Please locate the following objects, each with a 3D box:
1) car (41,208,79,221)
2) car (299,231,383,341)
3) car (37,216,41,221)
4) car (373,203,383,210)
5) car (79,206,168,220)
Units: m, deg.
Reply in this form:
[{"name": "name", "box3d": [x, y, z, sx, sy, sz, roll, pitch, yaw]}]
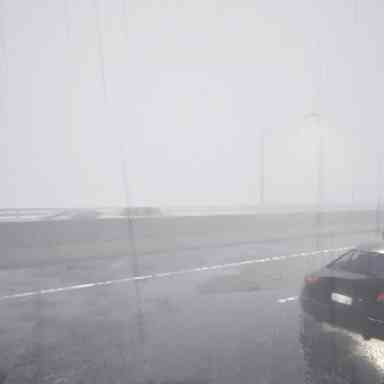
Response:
[{"name": "car", "box3d": [-6.676, 1.787, 20.477, 4.181, 1.385, 1.994, 1, -1, -34]}, {"name": "car", "box3d": [4.007, 1.670, 6.337, 4.181, 1.385, 1.994, 1, -1, -34]}, {"name": "car", "box3d": [-8.642, 1.813, 23.372, 4.181, 1.385, 1.994, 1, -1, -34]}, {"name": "car", "box3d": [27.532, 2.310, 47.046, 4.892, 1.490, 1.837, 1, -1, -32]}, {"name": "car", "box3d": [-3.505, 1.568, 18.394, 4.553, 1.767, 2.097, 1, -1, -34]}]
